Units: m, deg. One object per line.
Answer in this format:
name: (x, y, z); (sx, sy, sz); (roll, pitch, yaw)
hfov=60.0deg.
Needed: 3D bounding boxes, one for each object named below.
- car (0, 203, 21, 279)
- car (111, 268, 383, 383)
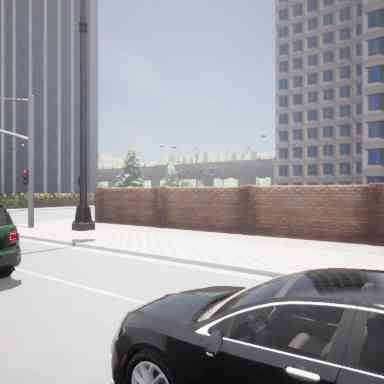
car: (-6.748, 1.221, 8.791); (5.566, 2.045, 2.150); (0, 0, 35)
car: (1.328, 1.505, 3.046); (4.892, 1.490, 1.837); (0, 0, 36)
